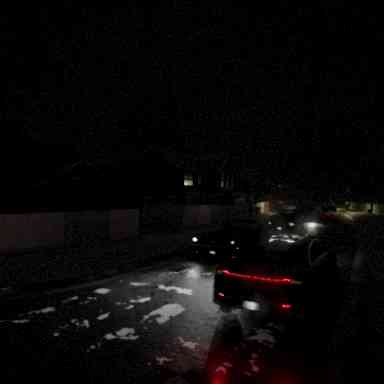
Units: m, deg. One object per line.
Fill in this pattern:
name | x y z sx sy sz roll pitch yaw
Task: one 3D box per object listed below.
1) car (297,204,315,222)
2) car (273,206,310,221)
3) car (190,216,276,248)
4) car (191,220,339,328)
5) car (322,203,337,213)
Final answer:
car | 10.878 1.980 32.430 1.882 1.535 5.008 1 -1 24
car | 6.566 1.903 22.935 2.033 1.411 5.357 1 0 26
car | 1.736 1.812 13.437 1.895 1.301 4.718 1 0 28
car | 2.125 1.668 7.551 2.128 1.511 4.902 1 0 29
car | 21.591 2.442 52.330 2.128 1.511 4.902 1 -1 18
